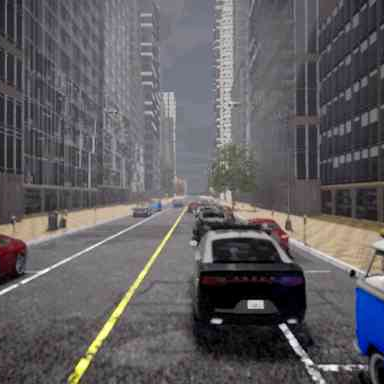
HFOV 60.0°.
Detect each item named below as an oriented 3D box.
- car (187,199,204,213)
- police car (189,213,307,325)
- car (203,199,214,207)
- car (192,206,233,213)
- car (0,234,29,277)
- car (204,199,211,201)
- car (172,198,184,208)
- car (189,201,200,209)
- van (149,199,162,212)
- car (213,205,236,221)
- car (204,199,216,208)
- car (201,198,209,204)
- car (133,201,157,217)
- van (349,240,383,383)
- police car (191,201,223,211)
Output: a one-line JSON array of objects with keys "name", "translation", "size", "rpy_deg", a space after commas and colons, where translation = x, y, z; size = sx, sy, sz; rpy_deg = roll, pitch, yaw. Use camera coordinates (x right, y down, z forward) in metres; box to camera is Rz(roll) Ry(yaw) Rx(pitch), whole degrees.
[{"name": "car", "translation": [0.366, 2.017, 45.098], "size": [1.812, 1.442, 4.674], "rpy_deg": [0, -1, 1]}, {"name": "police car", "translation": [0.971, 1.508, 7.559], "size": [1.930, 1.638, 5.238], "rpy_deg": [0, -1, 0]}, {"name": "car", "translation": [3.193, 2.116, 65.028], "size": [1.967, 1.590, 4.097], "rpy_deg": [0, -1, 0]}, {"name": "car", "translation": [1.045, 1.697, 17.448], "size": [1.837, 1.490, 4.892], "rpy_deg": [0, -1, 0]}, {"name": "car", "translation": [-5.614, 1.689, 8.173], "size": [1.802, 1.307, 4.206], "rpy_deg": [0, -1, 0]}, {"name": "car", "translation": [3.066, 2.063, 47.951], "size": [2.008, 1.369, 4.403], "rpy_deg": [0, -1, 0]}, {"name": "car", "translation": [-2.516, 2.216, 62.600], "size": [2.033, 1.411, 5.357], "rpy_deg": [0, -1, 0]}, {"name": "car", "translation": [0.458, 2.227, 59.057], "size": [1.895, 1.301, 4.718], "rpy_deg": [0, -1, 0]}, {"name": "van", "translation": [-5.315, 1.877, 48.020], "size": [1.690, 1.788, 3.998], "rpy_deg": [0, -1, 0]}, {"name": "car", "translation": [2.937, 1.917, 30.875], "size": [1.802, 1.307, 4.206], "rpy_deg": [0, -1, 0]}, {"name": "car", "translation": [3.151, 2.062, 59.337], "size": [1.967, 1.590, 4.097], "rpy_deg": [0, -1, 0]}, {"name": "car", "translation": [3.365, 2.429, 87.796], "size": [1.887, 1.381, 4.507], "rpy_deg": [0, 0, 0]}, {"name": "car", "translation": [-5.400, 1.971, 36.634], "size": [2.008, 1.369, 4.403], "rpy_deg": [0, -1, 0]}, {"name": "van", "translation": [2.723, 1.362, 2.419], "size": [1.690, 1.788, 3.998], "rpy_deg": [0, -1, 0]}, {"name": "police car", "translation": [1.092, 1.685, 23.558], "size": [1.930, 1.638, 5.238], "rpy_deg": [0, -1, 0]}]
